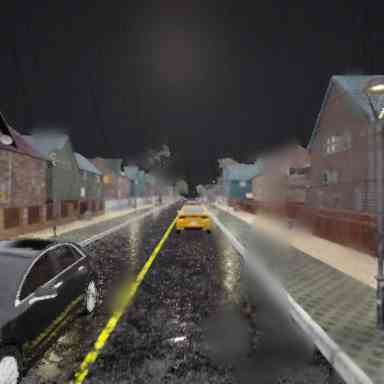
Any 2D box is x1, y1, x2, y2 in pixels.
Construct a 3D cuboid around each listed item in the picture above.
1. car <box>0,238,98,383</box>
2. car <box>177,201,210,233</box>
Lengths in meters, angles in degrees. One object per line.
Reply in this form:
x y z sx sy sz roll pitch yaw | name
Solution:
-2.753 1.521 4.749 1.837 1.490 4.892 0 0 0 | car
0.084 1.555 20.329 1.882 1.535 5.008 0 0 0 | car
